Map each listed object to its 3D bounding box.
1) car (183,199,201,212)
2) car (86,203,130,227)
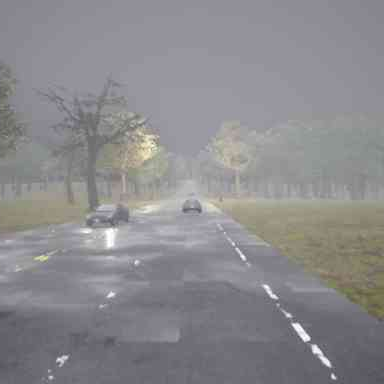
[{"bbox_3d":[0.005,1.466,36.709,1.994,1.385,4.181,0,0,0],"label":"car"},{"bbox_3d":[-5.610,1.483,22.880,1.812,1.442,4.674,0,0,7],"label":"car"}]
